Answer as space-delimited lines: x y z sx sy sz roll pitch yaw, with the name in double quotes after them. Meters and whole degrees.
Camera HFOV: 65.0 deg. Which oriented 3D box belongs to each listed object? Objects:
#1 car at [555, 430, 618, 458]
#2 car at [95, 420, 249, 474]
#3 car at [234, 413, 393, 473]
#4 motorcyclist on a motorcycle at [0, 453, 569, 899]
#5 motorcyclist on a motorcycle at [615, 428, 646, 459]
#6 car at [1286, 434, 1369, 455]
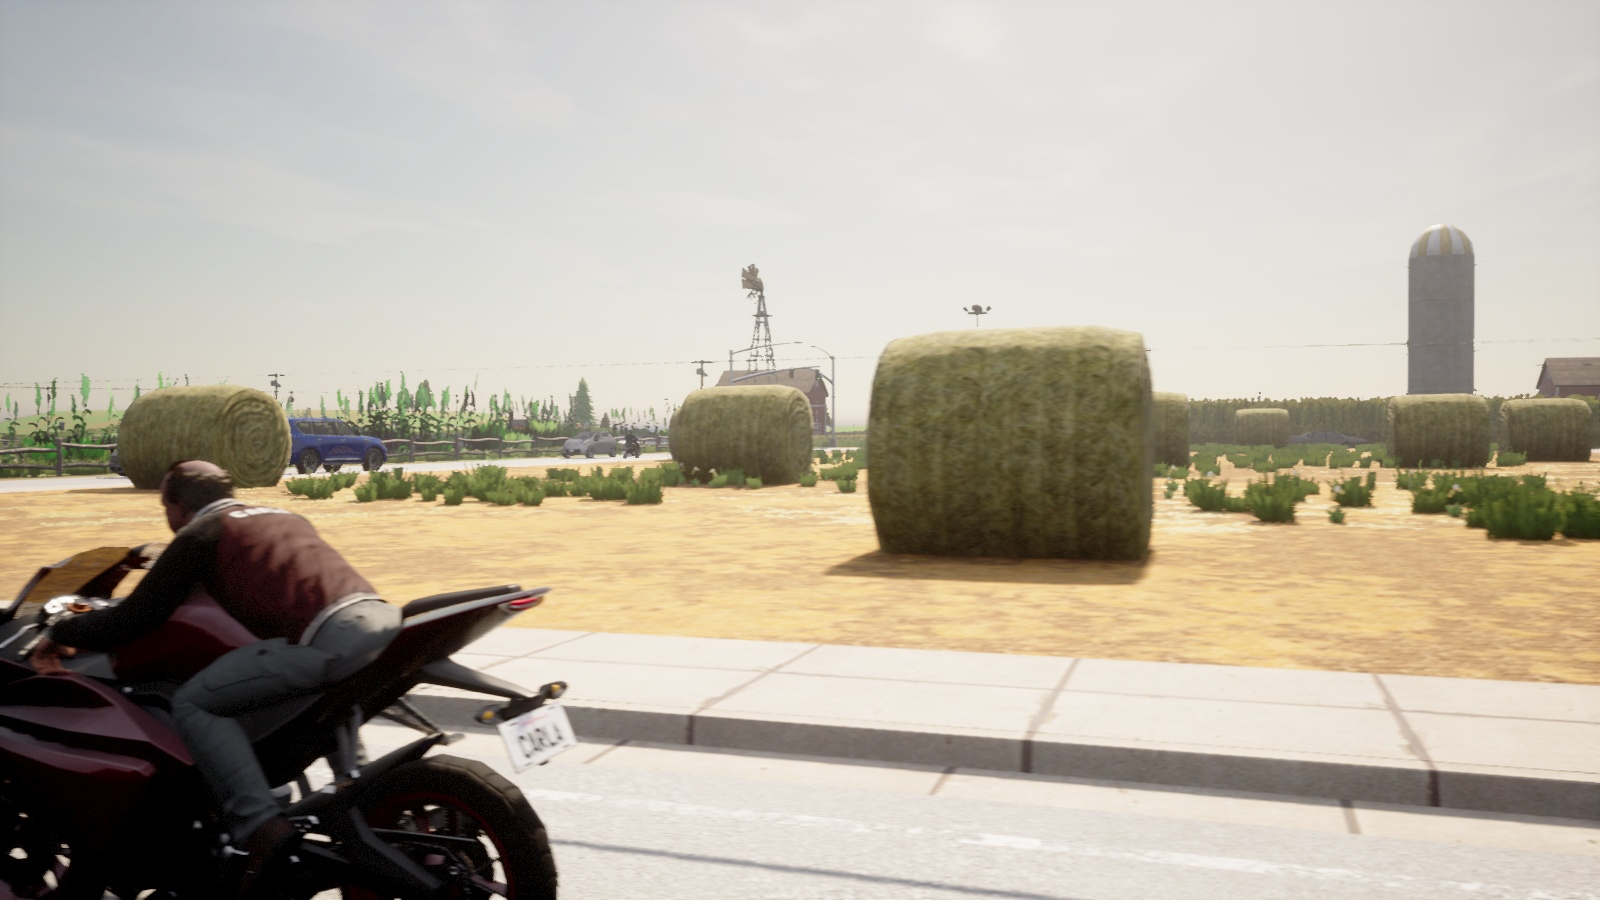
-11.793 -0.352 69.500 1.845 1.501 3.633 1 1 21 "car"
-21.831 -0.135 43.866 2.097 1.767 4.553 1 1 21 "car"
-17.461 -0.283 45.423 2.150 2.045 5.566 1 1 21 "car"
-1.893 0.793 3.830 2.191 1.530 0.866 1 1 19 "motorcyclist on a motorcycle"
-9.021 -0.362 66.981 0.866 1.590 1.817 1 1 21 "motorcyclist on a motorcycle"
37.518 -0.417 89.455 5.357 1.411 2.033 1 1 18 "car"
